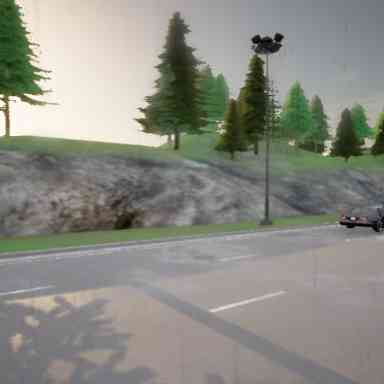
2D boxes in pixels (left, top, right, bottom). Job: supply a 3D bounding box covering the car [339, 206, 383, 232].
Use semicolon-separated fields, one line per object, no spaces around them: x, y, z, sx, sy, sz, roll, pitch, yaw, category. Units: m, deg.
11.191;1.560;20.335;5.357;1.411;2.033;0;0;-35;car
